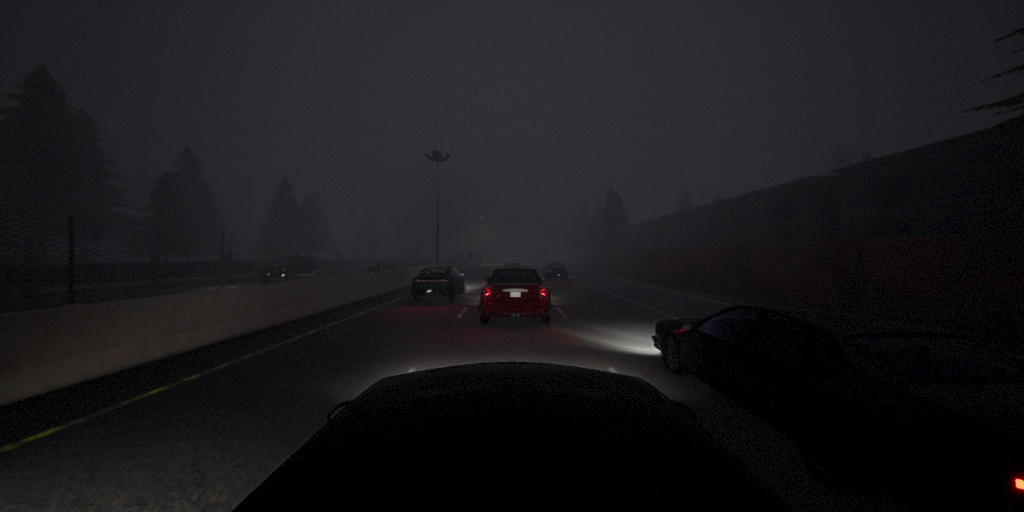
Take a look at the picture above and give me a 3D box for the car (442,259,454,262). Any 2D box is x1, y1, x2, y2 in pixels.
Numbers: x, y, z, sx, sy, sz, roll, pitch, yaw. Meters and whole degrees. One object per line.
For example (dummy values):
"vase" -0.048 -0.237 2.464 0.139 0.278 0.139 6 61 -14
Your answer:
"car" -10.501 1.267 59.128 1.812 1.442 4.674 0 0 -1

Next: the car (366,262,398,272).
"car" -14.096 1.345 38.990 1.895 1.301 4.718 0 0 0

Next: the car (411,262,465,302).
"car" -3.404 1.239 17.166 2.128 1.511 4.902 0 0 0

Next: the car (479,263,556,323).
"car" 0.097 1.100 12.189 2.097 1.767 4.553 0 0 0

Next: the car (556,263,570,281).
"car" 3.582 1.271 29.848 1.812 1.442 4.674 0 0 0

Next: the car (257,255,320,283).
"car" -17.603 0.968 28.670 2.150 2.045 5.566 0 0 0

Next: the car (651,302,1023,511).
"car" 3.599 1.297 4.446 2.033 1.411 5.357 0 0 0
